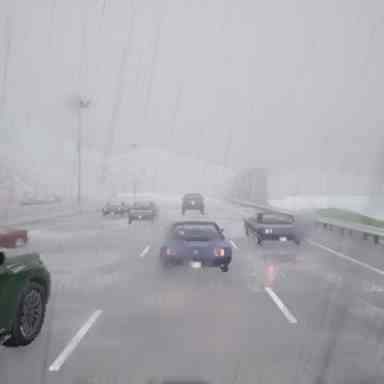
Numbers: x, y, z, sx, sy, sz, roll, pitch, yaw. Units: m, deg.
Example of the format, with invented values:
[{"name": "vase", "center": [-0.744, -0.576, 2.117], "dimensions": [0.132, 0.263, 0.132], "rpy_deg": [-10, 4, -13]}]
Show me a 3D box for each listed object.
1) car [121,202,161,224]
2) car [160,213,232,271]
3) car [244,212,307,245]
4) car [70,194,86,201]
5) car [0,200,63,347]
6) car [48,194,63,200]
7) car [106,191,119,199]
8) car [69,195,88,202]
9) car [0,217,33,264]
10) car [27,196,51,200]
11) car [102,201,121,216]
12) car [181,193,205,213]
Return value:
[{"name": "car", "center": [-3.397, 1.434, 24.187], "dimensions": [2.128, 1.511, 4.902], "rpy_deg": [0, 0, 0]}, {"name": "car", "center": [0.102, 1.575, 10.746], "dimensions": [1.895, 1.301, 4.718], "rpy_deg": [0, 0, 0]}, {"name": "car", "center": [3.603, 1.564, 15.324], "dimensions": [1.895, 1.301, 4.718], "rpy_deg": [0, 0, 0]}, {"name": "car", "center": [-27.601, 1.315, 80.541], "dimensions": [2.033, 1.411, 5.357], "rpy_deg": [0, 0, 1]}, {"name": "car", "center": [-3.399, 1.214, 3.134], "dimensions": [2.150, 2.045, 5.566], "rpy_deg": [0, 0, 0]}, {"name": "car", "center": [-24.510, 1.213, 58.460], "dimensions": [2.097, 1.767, 4.553], "rpy_deg": [0, 0, 1]}, {"name": "car", "center": [-20.477, 0.828, 85.614], "dimensions": [2.150, 2.045, 5.566], "rpy_deg": [0, 0, 1]}, {"name": "car", "center": [-17.552, 1.369, 51.618], "dimensions": [2.128, 1.511, 4.902], "rpy_deg": [0, 0, 0]}, {"name": "car", "center": [-6.892, 1.577, 10.049], "dimensions": [1.895, 1.301, 4.718], "rpy_deg": [0, 0, 0]}, {"name": "car", "center": [-21.080, 1.496, 44.169], "dimensions": [1.895, 1.301, 4.718], "rpy_deg": [0, 0, 0]}, {"name": "car", "center": [-6.894, 1.527, 30.977], "dimensions": [1.895, 1.301, 4.718], "rpy_deg": [0, 0, 0]}, {"name": "car", "center": [0.105, 1.140, 34.022], "dimensions": [2.150, 2.045, 5.566], "rpy_deg": [0, 0, 0]}]
